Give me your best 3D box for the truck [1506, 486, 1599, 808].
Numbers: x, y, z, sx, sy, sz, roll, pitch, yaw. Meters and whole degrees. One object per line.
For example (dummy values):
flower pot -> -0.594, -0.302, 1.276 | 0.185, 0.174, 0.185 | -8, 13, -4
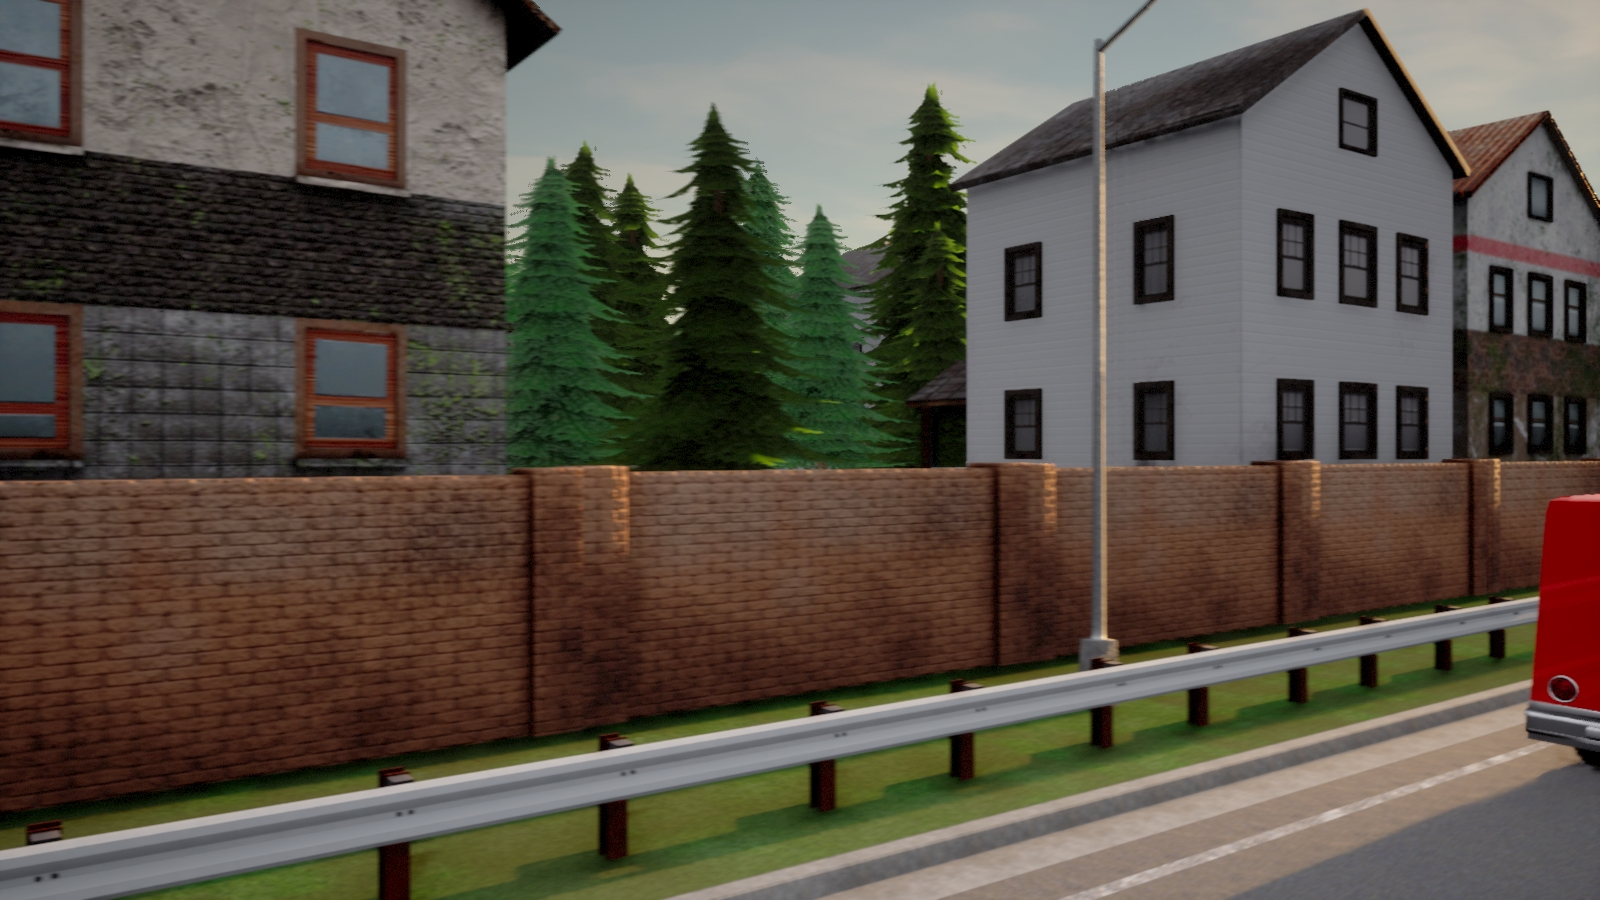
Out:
truck -> 8.753, 1.571, 9.911 | 5.204, 2.467, 2.627 | 0, 0, -35
